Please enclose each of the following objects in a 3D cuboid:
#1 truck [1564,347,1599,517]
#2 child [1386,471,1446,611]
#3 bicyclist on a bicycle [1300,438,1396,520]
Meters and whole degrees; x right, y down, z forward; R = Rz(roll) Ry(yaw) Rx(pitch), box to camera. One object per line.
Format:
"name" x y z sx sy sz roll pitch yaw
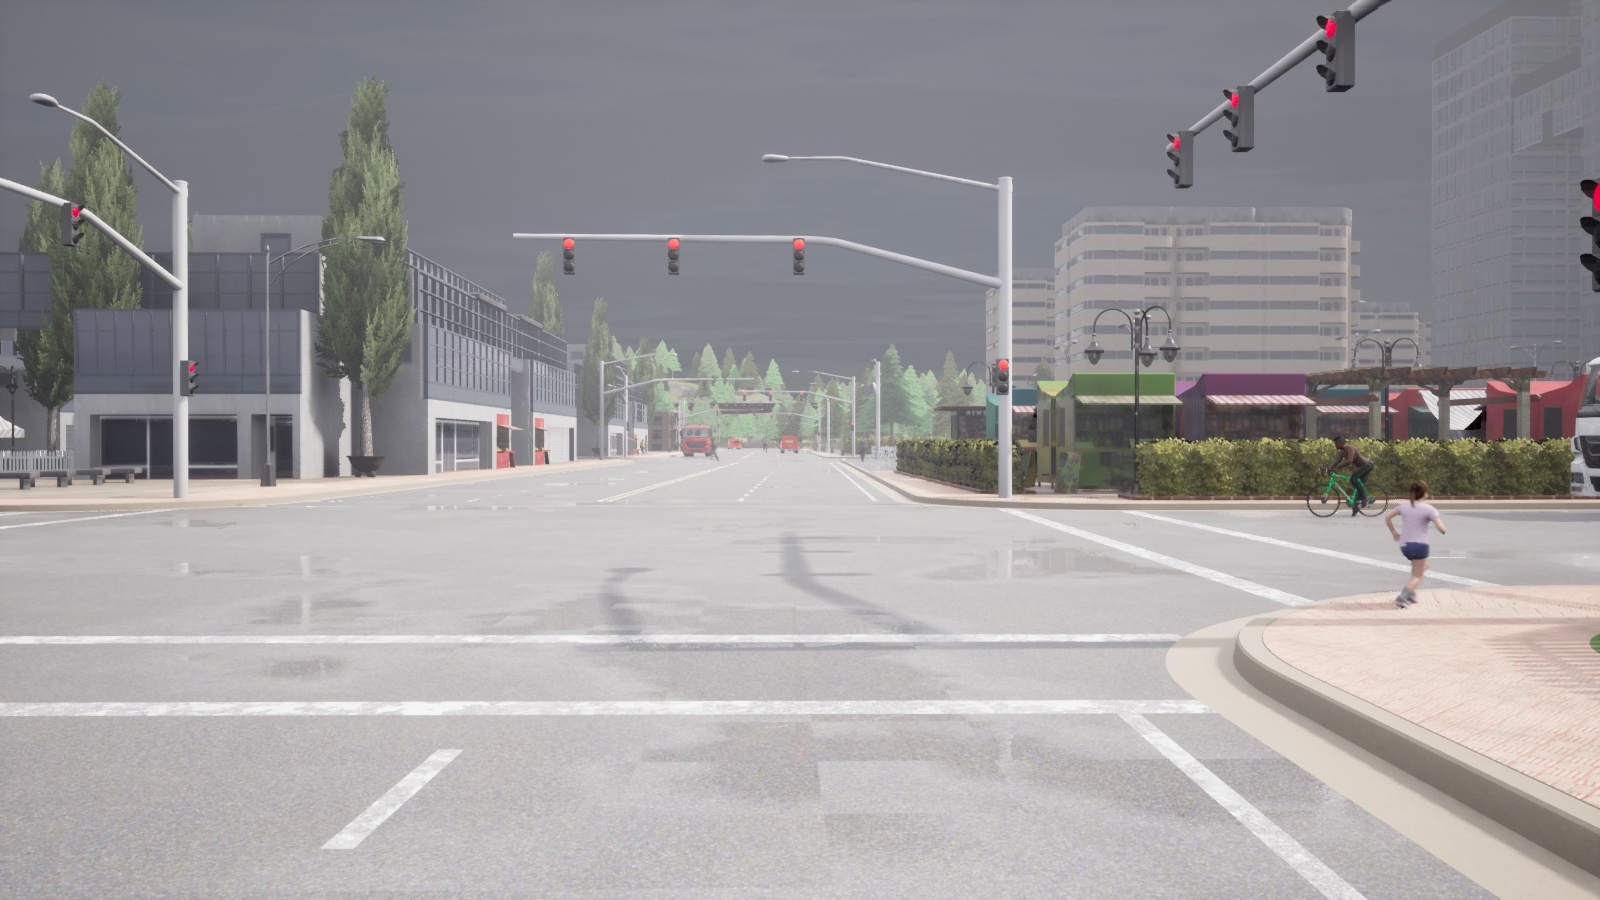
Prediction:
"truck" 20.193 -0.362 25.251 7.936 3.462 2.891 0 0 -1
"child" 5.021 0.731 10.233 0.394 1.110 0.255 0 0 -28
"bicyclist on a bicycle" 10.932 0.567 25.075 1.656 1.620 0.582 0 0 -1
